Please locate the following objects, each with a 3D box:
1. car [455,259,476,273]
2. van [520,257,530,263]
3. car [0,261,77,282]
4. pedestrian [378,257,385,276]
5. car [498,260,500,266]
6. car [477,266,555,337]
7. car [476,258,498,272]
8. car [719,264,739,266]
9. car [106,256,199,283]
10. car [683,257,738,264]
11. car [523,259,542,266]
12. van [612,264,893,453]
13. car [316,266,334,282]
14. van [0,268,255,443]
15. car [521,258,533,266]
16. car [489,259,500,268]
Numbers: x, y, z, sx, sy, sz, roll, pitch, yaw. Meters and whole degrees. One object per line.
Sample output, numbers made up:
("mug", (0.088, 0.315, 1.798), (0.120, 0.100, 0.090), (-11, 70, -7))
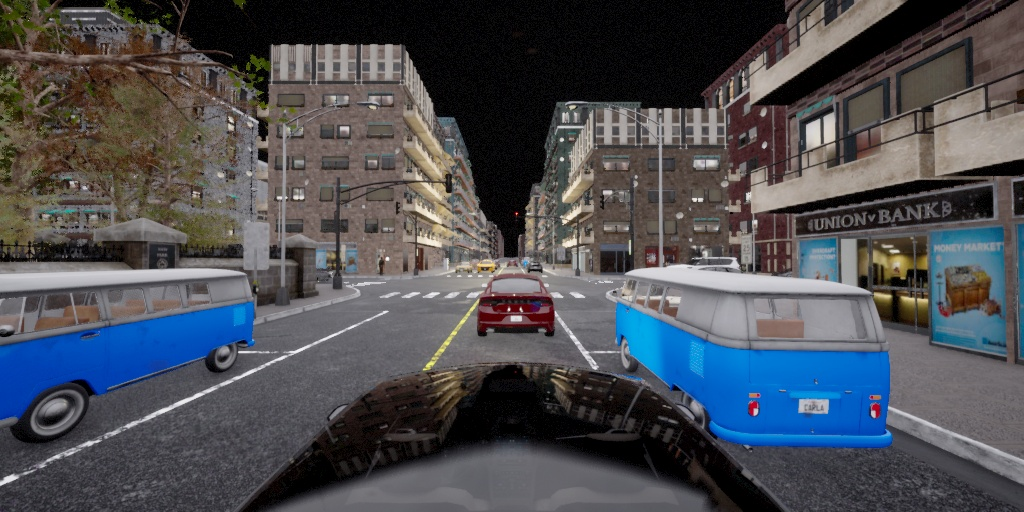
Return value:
("car", (-5.691, 1.291, 42.796), (1.751, 1.417, 4.829), (0, 0, 0))
("van", (2.689, 1.114, 59.894), (1.690, 1.789, 3.998), (0, 0, 0))
("car", (-35.359, 1.094, 25.944), (5.357, 1.411, 2.033), (0, -1, 1))
("pedestrian", (-12.540, 0.969, 34.408), (0.375, 1.860, 0.375), (0, -1, 1))
("car", (-3.098, 1.318, 53.619), (2.033, 1.411, 5.357), (0, 0, 0))
("car", (0.097, 1.231, 10.381), (1.882, 1.535, 5.008), (0, 0, 0))
("car", (-3.103, 1.244, 43.658), (1.882, 1.535, 5.008), (0, 0, 0))
("car", (13.533, 1.334, 22.755), (4.313, 1.339, 1.948), (0, 0, 1))
("car", (-25.745, 0.950, 25.826), (4.553, 1.767, 2.097), (0, -1, 1))
("car", (15.100, 1.102, 28.526), (5.566, 2.045, 2.150), (0, -1, 2))
("car", (2.690, 1.331, 42.967), (1.948, 1.339, 4.313), (0, 0, 0))
("van", (2.658, 1.092, 5.020), (1.690, 1.789, 3.998), (0, 0, 0))
("car", (-15.314, 1.148, 25.700), (4.902, 1.511, 2.128), (0, -1, 1))
("van", (-5.656, 1.092, 5.021), (1.690, 1.789, 3.998), (0, 0, 0))
("car", (2.689, 1.319, 48.609), (2.007, 1.370, 4.403), (0, 0, 0))
("car", (-3.064, 1.302, 63.758), (1.812, 1.442, 4.674), (0, 0, 0))
